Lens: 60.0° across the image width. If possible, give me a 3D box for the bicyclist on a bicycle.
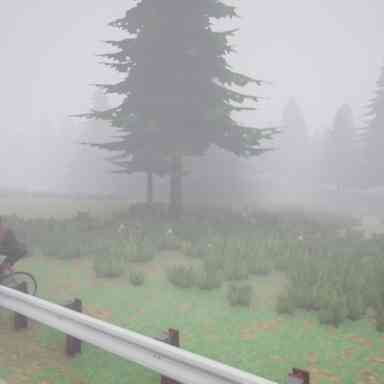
[{"bbox_3d":[-3.431,1.222,5.775,1.656,1.620,0.582,16,-8,-40],"label":"bicyclist on a bicycle"}]
